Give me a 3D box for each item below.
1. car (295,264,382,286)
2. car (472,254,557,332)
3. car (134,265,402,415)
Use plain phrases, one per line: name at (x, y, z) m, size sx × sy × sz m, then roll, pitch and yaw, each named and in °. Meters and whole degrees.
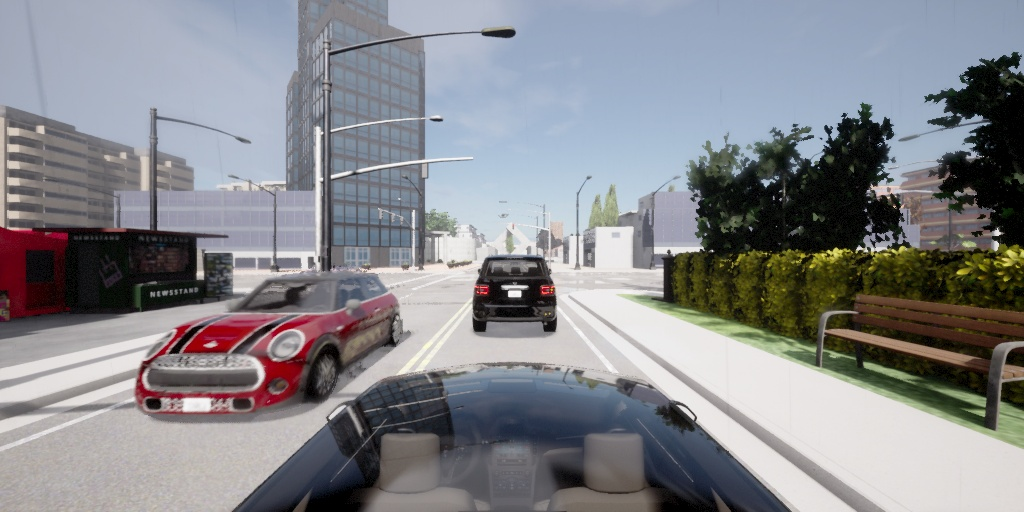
car at (-12.506, 1.366, 26.127) m, size 5.357 × 1.411 × 2.033 m, roll -1°, pitch 0°, yaw 0°
car at (0.082, 0.971, 10.991) m, size 2.150 × 2.045 × 5.566 m, roll 0°, pitch 0°, yaw 0°
car at (-3.573, 1.102, 6.325) m, size 2.097 × 1.767 × 4.553 m, roll 0°, pitch 0°, yaw 0°
